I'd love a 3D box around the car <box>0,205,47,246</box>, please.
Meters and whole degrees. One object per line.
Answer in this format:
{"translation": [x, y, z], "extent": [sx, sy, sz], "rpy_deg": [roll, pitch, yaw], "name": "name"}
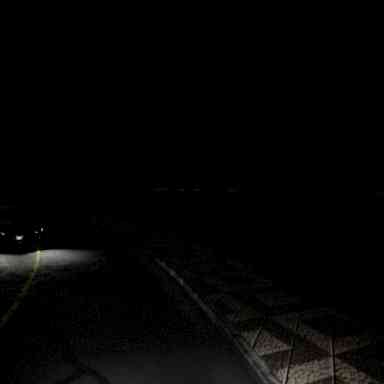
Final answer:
{"translation": [-7.432, 1.367, 14.125], "extent": [1.837, 1.490, 4.892], "rpy_deg": [1, 1, -30], "name": "car"}
